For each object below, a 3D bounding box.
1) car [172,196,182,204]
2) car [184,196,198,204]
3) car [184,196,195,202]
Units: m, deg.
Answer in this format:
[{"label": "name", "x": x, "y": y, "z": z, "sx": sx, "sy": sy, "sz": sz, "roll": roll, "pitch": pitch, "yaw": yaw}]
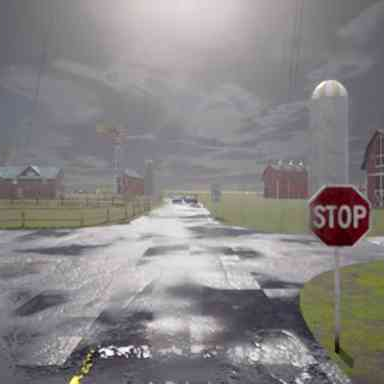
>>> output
[{"label": "car", "x": -2.913, "y": 1.441, "z": 65.330, "sx": 1.882, "sy": 1.535, "sz": 5.008, "roll": 0, "pitch": 0, "yaw": -2}, {"label": "car", "x": 0.021, "y": 1.476, "z": 61.209, "sx": 1.837, "sy": 1.490, "sz": 4.892, "roll": 0, "pitch": 0, "yaw": -2}, {"label": "car", "x": -0.632, "y": 1.487, "z": 71.340, "sx": 1.994, "sy": 1.385, "sz": 4.181, "roll": 0, "pitch": 0, "yaw": -6}]
